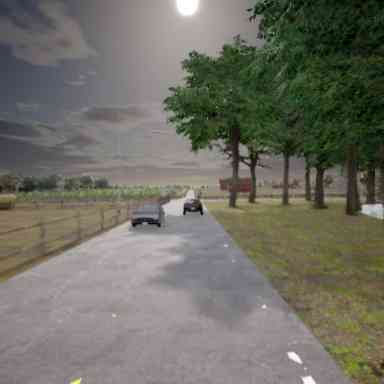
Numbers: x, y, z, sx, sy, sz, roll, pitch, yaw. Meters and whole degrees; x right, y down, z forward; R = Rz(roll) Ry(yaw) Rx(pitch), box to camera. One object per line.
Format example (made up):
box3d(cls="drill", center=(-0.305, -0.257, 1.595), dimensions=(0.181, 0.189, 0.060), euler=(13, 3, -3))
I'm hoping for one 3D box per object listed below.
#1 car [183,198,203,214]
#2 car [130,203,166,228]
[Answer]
box3d(cls="car", center=(0.098, 1.386, 33.629), dimensions=(1.882, 1.535, 5.008), euler=(0, 0, 0))
box3d(cls="car", center=(-2.752, 1.473, 22.052), dimensions=(2.033, 1.411, 5.357), euler=(0, 0, 0))
